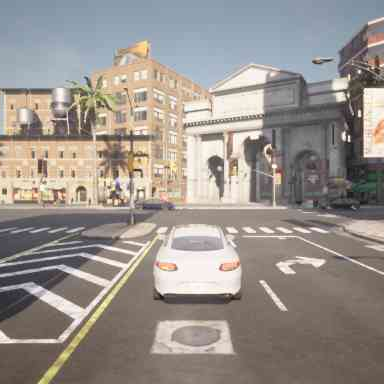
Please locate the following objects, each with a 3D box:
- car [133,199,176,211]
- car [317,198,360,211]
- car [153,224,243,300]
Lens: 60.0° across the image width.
[{"bbox_3d":[-4.658,1.547,40.628,5.357,1.411,2.033,0,0,1],"label":"car"},{"bbox_3d":[17.792,1.504,40.403,4.892,1.490,1.837,0,0,1],"label":"car"},{"bbox_3d":[0.108,1.526,8.276,1.812,1.442,4.674,0,0,0],"label":"car"}]
